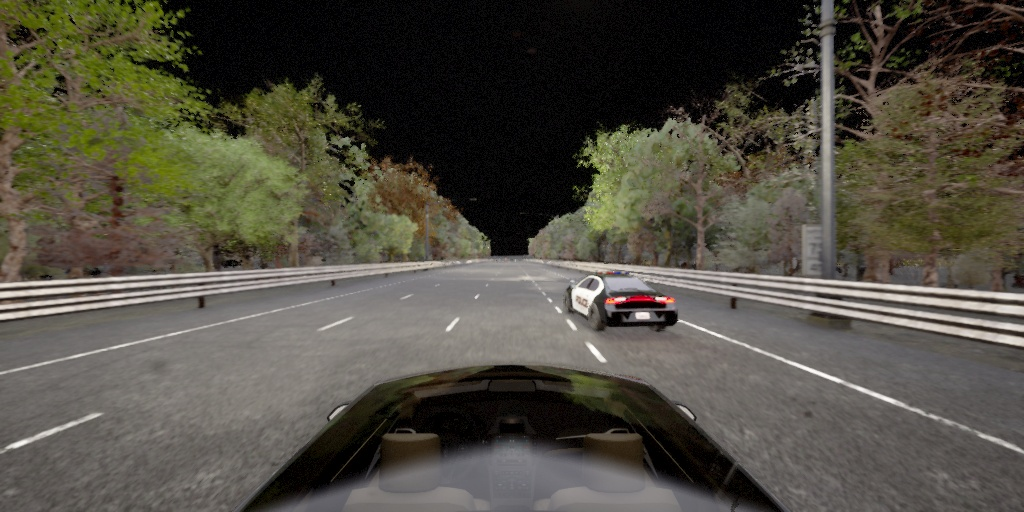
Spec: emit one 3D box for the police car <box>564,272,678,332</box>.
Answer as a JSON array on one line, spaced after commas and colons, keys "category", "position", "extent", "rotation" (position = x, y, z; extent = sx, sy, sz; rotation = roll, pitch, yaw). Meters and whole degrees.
[{"category": "police car", "position": [2.969, 1.267, 11.116], "extent": [2.038, 1.542, 4.974], "rotation": [0, 0, -5]}]
